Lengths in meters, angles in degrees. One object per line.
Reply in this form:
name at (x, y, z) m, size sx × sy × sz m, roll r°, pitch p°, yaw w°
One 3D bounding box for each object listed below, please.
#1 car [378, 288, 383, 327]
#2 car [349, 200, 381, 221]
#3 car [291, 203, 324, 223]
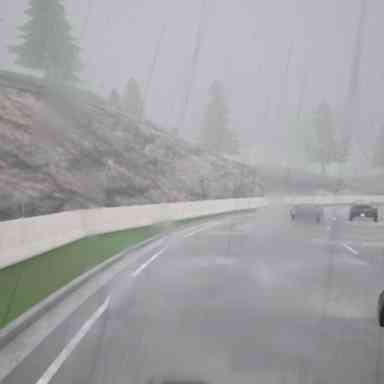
car at (3.675, 1.490, 3.073) m, size 1.837 × 1.490 × 4.892 m, roll 0°, pitch 0°, yaw 1°
car at (13.418, 1.386, 25.873) m, size 1.837 × 1.490 × 4.892 m, roll 0°, pitch 0°, yaw 30°
car at (8.642, 1.487, 24.588) m, size 1.895 × 1.301 × 4.718 m, roll 0°, pitch 0°, yaw 26°
